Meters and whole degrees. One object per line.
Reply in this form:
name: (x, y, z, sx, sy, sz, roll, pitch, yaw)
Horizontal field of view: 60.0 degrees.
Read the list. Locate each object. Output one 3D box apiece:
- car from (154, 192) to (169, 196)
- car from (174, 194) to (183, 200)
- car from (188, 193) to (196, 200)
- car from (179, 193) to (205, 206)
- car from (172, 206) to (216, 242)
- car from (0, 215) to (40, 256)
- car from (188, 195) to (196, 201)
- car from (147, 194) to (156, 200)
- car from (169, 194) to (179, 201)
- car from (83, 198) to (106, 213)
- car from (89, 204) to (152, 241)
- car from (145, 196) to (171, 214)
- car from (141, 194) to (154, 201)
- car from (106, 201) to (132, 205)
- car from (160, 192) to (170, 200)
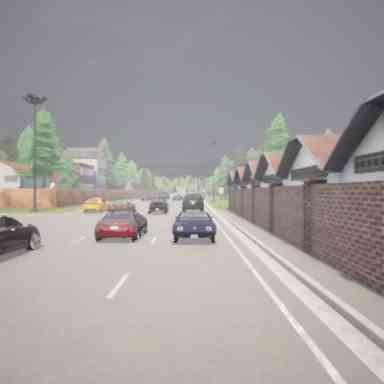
car: (-6.999, 1.330, 76.640, 1.882, 1.535, 5.008, 0, 0, 0)
car: (-3.499, 1.218, 86.259, 2.128, 1.511, 4.902, 0, 0, 0)
car: (0.001, 1.171, 86.259, 1.882, 1.535, 5.008, 0, 0, 0)
car: (0.099, 1.160, 34.214, 2.150, 2.045, 5.566, 0, 0, 0)
car: (0.099, 1.572, 16.188, 1.895, 1.301, 4.718, 0, 0, 0)
car: (-6.901, 1.484, 11.168, 1.837, 1.490, 4.892, 0, 0, 0)
car: (0.001, 1.448, 76.287, 1.895, 1.301, 4.718, 0, 0, 0)
car: (-10.499, 1.245, 86.259, 1.994, 1.385, 4.181, 0, 0, 0)
car: (-3.499, 1.405, 76.255, 1.994, 1.385, 4.181, 0, 0, 0)
car: (-10.400, 1.411, 36.534, 1.882, 1.535, 5.008, 0, 0, 0)
car: (-3.400, 1.534, 16.578, 1.994, 1.385, 4.181, 0, 0, 0)
car: (-3.399, 1.442, 34.967, 1.837, 1.490, 4.892, 0, 0, 0)
car: (-10.499, 1.404, 76.221, 1.994, 1.385, 4.181, 0, 0, 0)
car: (-6.900, 1.540, 33.514, 1.895, 1.301, 4.718, 0, 0, 0)
car: (-6.999, 0.984, 87.119, 2.150, 2.045, 5.566, 0, 0, 0)
